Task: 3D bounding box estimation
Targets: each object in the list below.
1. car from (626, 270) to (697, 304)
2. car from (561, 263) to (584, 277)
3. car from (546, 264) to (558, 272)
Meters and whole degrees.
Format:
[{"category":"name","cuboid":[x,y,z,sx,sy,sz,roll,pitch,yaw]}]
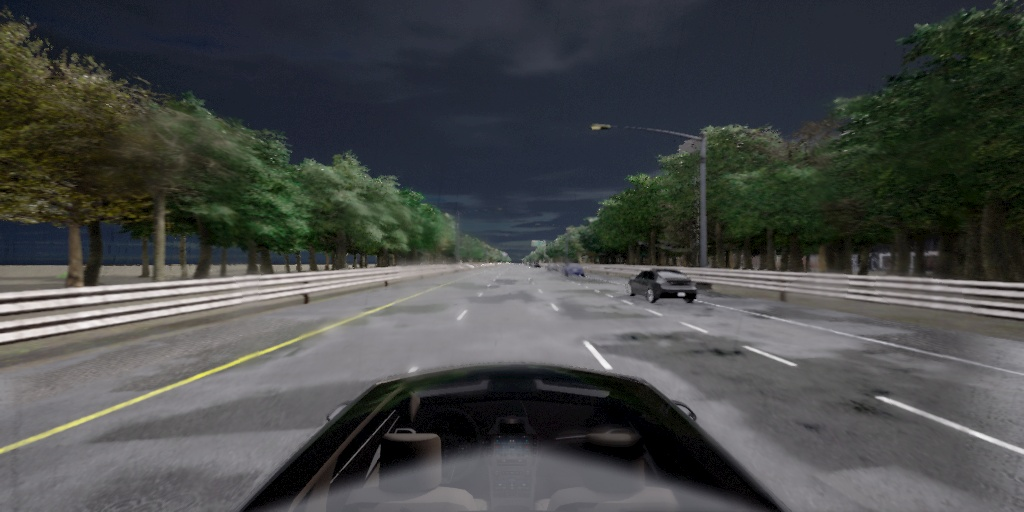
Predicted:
[{"category":"car","cuboid":[7.005,1.377,17.244,1.837,1.490,4.892,0,-1,0]},{"category":"car","cuboid":[7.065,1.550,42.172,2.097,1.767,4.553,0,-1,0]},{"category":"car","cuboid":[7.175,2.138,64.132,2.033,1.411,5.357,0,-1,0]}]
